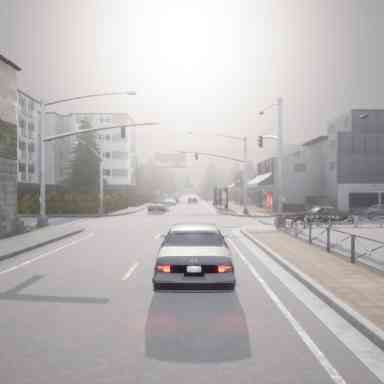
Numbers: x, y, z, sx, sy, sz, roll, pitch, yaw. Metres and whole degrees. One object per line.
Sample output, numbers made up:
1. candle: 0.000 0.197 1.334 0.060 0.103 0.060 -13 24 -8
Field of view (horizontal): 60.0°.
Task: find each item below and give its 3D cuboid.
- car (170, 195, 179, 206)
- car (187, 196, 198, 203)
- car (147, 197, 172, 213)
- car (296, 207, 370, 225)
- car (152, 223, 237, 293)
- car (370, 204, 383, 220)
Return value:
1. car: -3.576 1.525 53.413 1.812 1.442 4.674 0 0 0
2. car: 0.122 1.526 67.452 1.812 1.442 4.674 0 0 0
3. car: -3.768 1.601 37.505 1.895 1.301 4.718 0 0 3
4. car: 10.603 1.778 25.517 4.718 1.301 1.895 0 0 -1
5. car: 0.062 1.547 8.990 2.033 1.411 5.357 0 0 1
6. car: 16.724 1.740 29.382 4.181 1.385 1.994 0 0 0
